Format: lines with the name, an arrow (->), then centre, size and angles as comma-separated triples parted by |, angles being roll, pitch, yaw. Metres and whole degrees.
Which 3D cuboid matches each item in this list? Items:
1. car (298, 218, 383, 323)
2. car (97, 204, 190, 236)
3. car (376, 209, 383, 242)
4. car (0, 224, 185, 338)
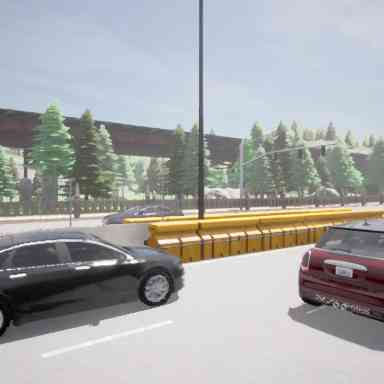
car -> 4.269, 1.352, 6.802 | 4.553, 1.767, 2.097 | 0, 0, -36
car -> -2.717, 1.493, 19.152 | 4.902, 1.511, 2.128 | 0, 0, -35
car -> 10.855, 1.526, 15.802 | 4.674, 1.442, 1.812 | 0, 0, -35
car -> -2.405, 1.506, 6.333 | 4.892, 1.490, 1.837 | 0, 0, -36
